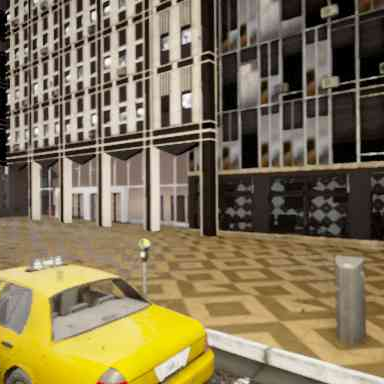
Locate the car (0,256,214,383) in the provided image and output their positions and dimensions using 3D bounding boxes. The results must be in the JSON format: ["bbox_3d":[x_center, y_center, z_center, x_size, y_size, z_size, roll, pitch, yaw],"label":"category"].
[{"bbox_3d":[-2.052,1.525,4.354,4.829,1.417,1.752,0,-1,36],"label":"car"}]
